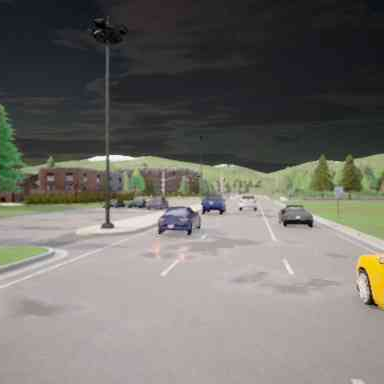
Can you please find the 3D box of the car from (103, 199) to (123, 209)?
[{"bbox_3d":[-10.956,1.679,46.973,1.994,1.385,4.181,0,0,11],"label":"car"}]

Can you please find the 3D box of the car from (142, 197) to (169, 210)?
[{"bbox_3d":[-4.498,1.459,43.498,2.097,1.767,4.553,0,0,11],"label":"car"}]

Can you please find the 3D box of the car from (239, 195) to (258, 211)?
[{"bbox_3d":[7.229,1.333,42.840,2.150,2.045,5.566,0,0,10],"label":"car"}]

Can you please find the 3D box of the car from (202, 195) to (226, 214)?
[{"bbox_3d":[2.461,1.311,36.286,2.150,2.045,5.566,0,-1,11],"label":"car"}]

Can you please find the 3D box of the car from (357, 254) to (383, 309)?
[{"bbox_3d":[4.167,1.492,4.947,1.882,1.535,5.008,0,0,6],"label":"car"}]

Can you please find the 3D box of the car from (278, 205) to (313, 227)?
[{"bbox_3d":[7.238,1.625,23.465,1.994,1.385,4.181,0,0,10],"label":"car"}]

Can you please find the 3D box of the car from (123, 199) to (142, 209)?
[{"bbox_3d":[-7.399,1.663,46.920,2.033,1.411,5.357,0,0,11],"label":"car"}]

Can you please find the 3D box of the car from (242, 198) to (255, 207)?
[{"bbox_3d":[9.466,1.707,55.533,1.994,1.385,4.181,0,0,10],"label":"car"}]

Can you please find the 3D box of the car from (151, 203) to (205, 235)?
[{"bbox_3d":[-0.657,1.574,19.143,1.812,1.442,4.674,0,0,10],"label":"car"}]
